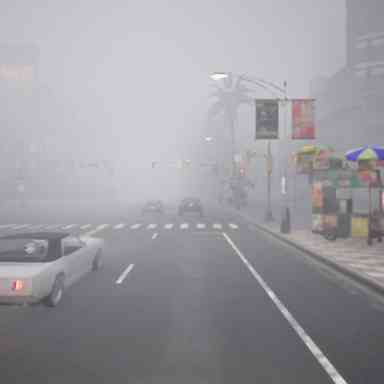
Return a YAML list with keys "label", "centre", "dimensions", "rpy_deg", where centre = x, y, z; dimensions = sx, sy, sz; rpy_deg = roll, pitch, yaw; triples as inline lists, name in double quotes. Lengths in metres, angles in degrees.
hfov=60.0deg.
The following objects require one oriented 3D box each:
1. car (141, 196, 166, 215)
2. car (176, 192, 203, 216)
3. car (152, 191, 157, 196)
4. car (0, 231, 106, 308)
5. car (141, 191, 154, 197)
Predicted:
- label: "car"
  centre: [-3.594, 1.400, 31.991]
  dimensions: [1.994, 1.385, 4.181]
  rpy_deg: [0, 0, 0]
- label: "car"
  centre: [-0.090, 1.191, 31.020]
  dimensions: [2.097, 1.767, 4.553]
  rpy_deg: [0, 0, 0]
- label: "car"
  centre: [-11.125, 0.737, 94.833]
  dimensions: [2.150, 2.045, 5.566]
  rpy_deg: [0, 0, 0]
- label: "car"
  centre: [-3.473, 1.562, 7.775]
  dimensions: [1.895, 1.301, 4.718]
  rpy_deg: [0, 0, 0]
- label: "car"
  centre: [-10.973, 1.138, 78.885]
  dimensions: [2.033, 1.411, 5.357]
  rpy_deg: [0, 0, 0]
